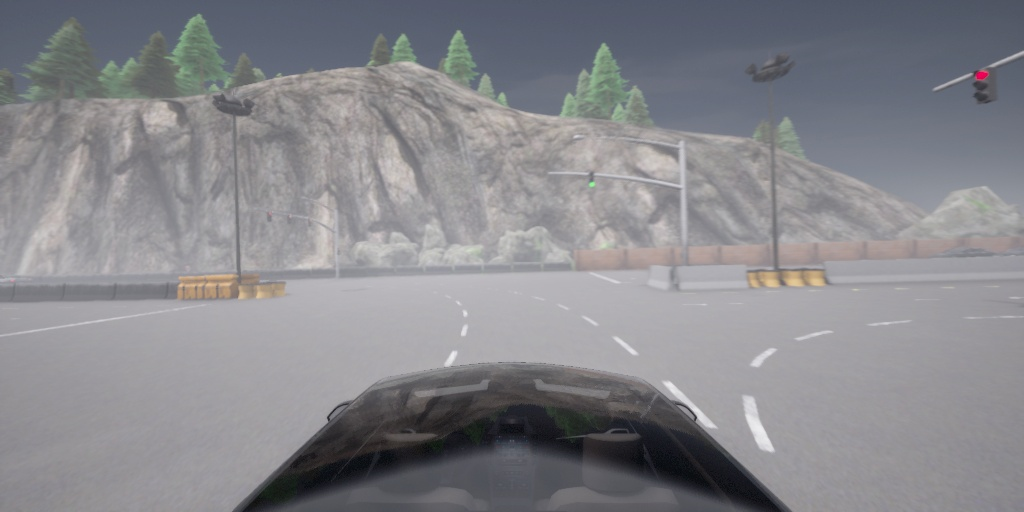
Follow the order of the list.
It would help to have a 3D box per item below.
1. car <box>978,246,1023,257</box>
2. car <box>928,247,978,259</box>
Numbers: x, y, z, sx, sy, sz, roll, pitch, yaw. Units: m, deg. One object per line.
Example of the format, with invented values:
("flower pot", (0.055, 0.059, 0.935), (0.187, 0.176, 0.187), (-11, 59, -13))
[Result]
("car", (43.438, -0.102, 30.162), (4.902, 1.511, 2.128), (-2, 0, 4))
("car", (42.295, -0.055, 33.728), (4.892, 1.490, 1.837), (-2, 0, 4))
